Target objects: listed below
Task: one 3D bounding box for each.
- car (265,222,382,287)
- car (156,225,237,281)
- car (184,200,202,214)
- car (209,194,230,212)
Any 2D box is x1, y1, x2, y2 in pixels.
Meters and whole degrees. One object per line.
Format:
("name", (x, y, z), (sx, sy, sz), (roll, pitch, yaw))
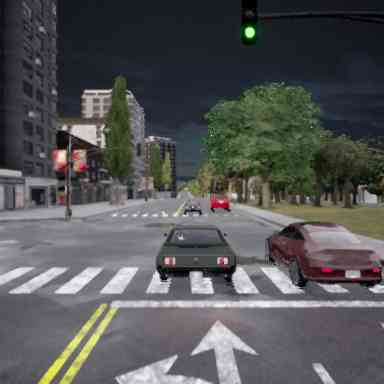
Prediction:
("car", (3.348, 1.543, 9.215), (1.812, 1.442, 4.674), (0, 0, 0))
("car", (0.099, 1.620, 9.858), (1.895, 1.301, 4.718), (0, 0, 0))
("car", (0.097, 1.614, 36.321), (2.033, 1.411, 5.357), (0, 0, 0))
("car", (3.346, 1.296, 40.834), (2.150, 2.045, 5.566), (0, 0, 0))
